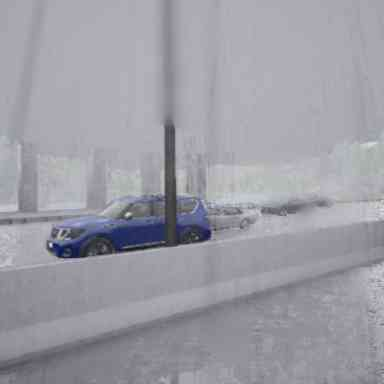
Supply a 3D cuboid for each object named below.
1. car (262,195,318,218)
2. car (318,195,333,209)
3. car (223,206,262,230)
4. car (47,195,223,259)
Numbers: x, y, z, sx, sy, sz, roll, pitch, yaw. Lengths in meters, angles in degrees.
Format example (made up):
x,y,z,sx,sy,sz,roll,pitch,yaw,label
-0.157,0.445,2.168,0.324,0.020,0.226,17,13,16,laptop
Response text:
x,y,z,sx,sy,sz,roll,pitch,yaw,label
7.749,1.175,27.155,5.008,1.535,1.882,-1,0,-37,car
13.119,1.062,35.539,4.902,1.511,2.128,-1,1,-37,car
1.287,1.445,17.953,4.718,1.301,1.895,-1,1,-37,car
-1.862,1.155,11.298,5.566,2.045,2.150,-1,0,-36,car
